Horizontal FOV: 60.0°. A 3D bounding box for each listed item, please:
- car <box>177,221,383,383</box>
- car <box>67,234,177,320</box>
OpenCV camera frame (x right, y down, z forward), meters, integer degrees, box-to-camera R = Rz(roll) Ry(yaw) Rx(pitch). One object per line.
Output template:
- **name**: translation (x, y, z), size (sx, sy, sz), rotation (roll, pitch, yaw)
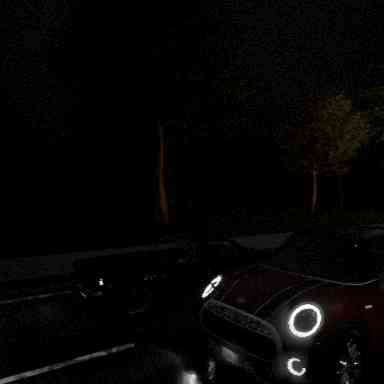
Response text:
- **car**: translation (2.284, 1.399, 5.316), size (4.553, 1.767, 2.097), rotation (1, 0, -36)
- **car**: translation (-0.225, 1.641, 7.518), size (4.718, 1.301, 1.895), rotation (1, 0, -36)
